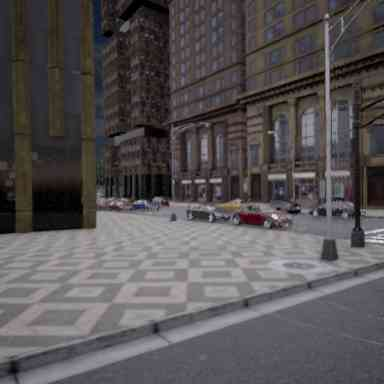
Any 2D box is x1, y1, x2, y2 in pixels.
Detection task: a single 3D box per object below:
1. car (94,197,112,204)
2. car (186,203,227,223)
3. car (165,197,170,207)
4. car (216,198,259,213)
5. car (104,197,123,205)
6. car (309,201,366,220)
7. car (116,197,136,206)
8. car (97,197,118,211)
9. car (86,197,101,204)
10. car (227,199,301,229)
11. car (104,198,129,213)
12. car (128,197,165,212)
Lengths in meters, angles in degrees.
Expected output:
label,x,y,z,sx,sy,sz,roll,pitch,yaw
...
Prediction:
label,x,y,z,sx,sy,sz,roll,pitch,yaw
car,-18.290,1.721,68.052,2.008,1.369,4.403,-2,1,-36
car,1.264,1.603,26.287,2.008,1.369,4.403,-2,1,-36
car,-5.048,1.443,49.644,1.967,1.590,4.097,-2,1,-36
car,4.789,1.432,35.979,1.752,1.417,4.829,-2,1,-36
car,-14.979,1.677,63.451,2.008,1.369,4.403,-2,1,-36
car,11.512,1.411,26.639,2.008,1.369,4.403,-2,1,-36
car,-11.667,1.666,58.849,1.802,1.307,4.206,-2,1,-36
car,-11.982,1.614,44.689,1.967,1.590,4.097,-2,1,-36
car,-21.600,1.798,72.653,1.802,1.307,4.206,-2,1,-36
car,4.574,1.472,21.683,1.967,1.590,4.097,-2,1,-36
car,-8.669,1.720,40.090,1.802,1.307,4.206,-2,1,-36
car,-5.598,1.601,40.406,1.812,1.442,4.674,-1,0,-36
